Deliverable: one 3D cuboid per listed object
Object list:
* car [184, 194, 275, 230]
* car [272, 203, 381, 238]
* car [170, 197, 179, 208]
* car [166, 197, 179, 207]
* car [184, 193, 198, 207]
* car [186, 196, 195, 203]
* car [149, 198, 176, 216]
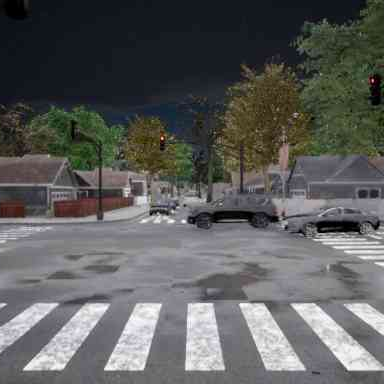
[{"bbox_3d":[2.483,1.209,20.470,5.566,2.045,2.150,0,0,0],"label":"car"},{"bbox_3d":[6.916,1.439,16.764,4.902,1.511,2.128,0,0,-8],"label":"car"},{"bbox_3d":[-3.006,1.586,42.726,1.994,1.385,4.181,0,0,0],"label":"car"},{"bbox_3d":[-3.024,1.559,52.977,1.812,1.442,4.674,0,0,0],"label":"car"},{"bbox_3d":[-0.166,1.254,52.807,2.150,2.045,5.566,0,0,0],"label":"car"},{"bbox_3d":[-0.302,1.615,73.507,1.994,1.385,4.181,0,0,0],"label":"car"},{"bbox_3d":[-3.026,1.561,32.838,2.033,1.411,5.357,0,0,0],"label":"car"}]
